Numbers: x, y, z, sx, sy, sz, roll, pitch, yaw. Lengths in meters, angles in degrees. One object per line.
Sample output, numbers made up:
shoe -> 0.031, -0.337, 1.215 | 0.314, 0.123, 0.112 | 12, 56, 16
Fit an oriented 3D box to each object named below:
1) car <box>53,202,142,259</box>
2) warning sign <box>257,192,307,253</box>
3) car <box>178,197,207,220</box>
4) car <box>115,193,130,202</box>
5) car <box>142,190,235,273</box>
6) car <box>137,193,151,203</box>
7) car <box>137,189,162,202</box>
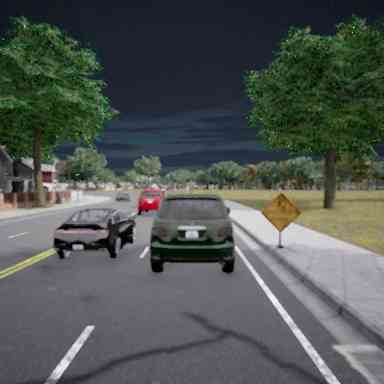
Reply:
car -> -3.186, 1.308, 11.782 | 2.128, 1.511, 4.902 | 0, 1, 0
warning sign -> 2.870, 0.949, 10.796 | 1.300, 1.860, 1.060 | 1, 2, 0
car -> 0.063, 1.154, 25.460 | 2.033, 1.411, 5.357 | 0, 1, 1
car -> -10.434, 0.785, 50.425 | 1.994, 1.385, 4.181 | 0, 1, -6
car -> 0.048, 1.057, 10.302 | 2.150, 2.045, 5.566 | 0, 0, 1
car -> -7.041, 0.835, 49.296 | 1.895, 1.301, 4.718 | 0, 1, -5
car -> -3.166, 0.791, 28.011 | 2.150, 2.045, 5.566 | 0, 1, 1
